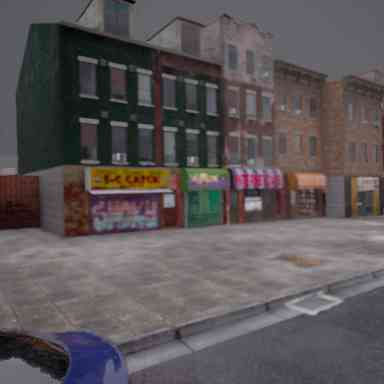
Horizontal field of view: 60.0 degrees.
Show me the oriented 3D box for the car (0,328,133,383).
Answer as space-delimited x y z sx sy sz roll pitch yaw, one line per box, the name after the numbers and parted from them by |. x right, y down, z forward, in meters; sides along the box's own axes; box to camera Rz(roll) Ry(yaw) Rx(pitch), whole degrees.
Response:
-2.414 1.531 1.340 4.674 1.442 1.812 0 0 -35 | car
